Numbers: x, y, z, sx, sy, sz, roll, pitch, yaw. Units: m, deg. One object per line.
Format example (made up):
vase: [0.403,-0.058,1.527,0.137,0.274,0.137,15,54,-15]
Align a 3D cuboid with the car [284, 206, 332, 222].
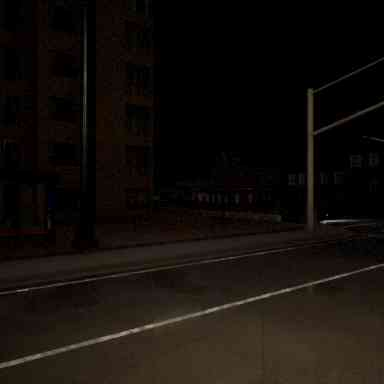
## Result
car: [10.339,1.951,29.983,1.994,1.385,4.181,1,-5,-36]
